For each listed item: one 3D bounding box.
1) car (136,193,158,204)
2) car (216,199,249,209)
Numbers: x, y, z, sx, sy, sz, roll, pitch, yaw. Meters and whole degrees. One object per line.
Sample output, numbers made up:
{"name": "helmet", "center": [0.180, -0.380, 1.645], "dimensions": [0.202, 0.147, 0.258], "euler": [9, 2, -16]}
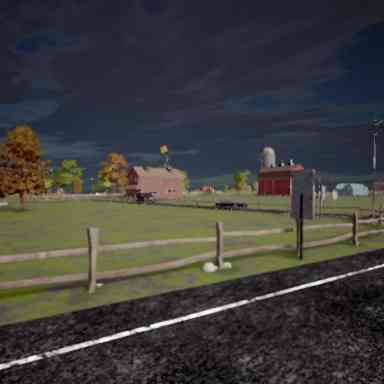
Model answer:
{"name": "car", "center": [-8.546, 1.173, 62.190], "dimensions": [2.150, 2.045, 5.566], "euler": [1, -1, -35]}
{"name": "car", "center": [5.107, 1.566, 42.972], "dimensions": [1.895, 1.301, 4.718], "euler": [1, -1, -36]}
